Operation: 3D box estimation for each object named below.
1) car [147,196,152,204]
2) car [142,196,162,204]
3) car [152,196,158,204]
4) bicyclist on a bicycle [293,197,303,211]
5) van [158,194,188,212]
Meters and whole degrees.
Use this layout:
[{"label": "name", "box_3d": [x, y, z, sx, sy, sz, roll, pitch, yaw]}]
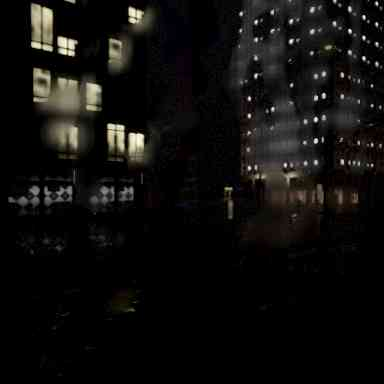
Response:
[{"label": "car", "box_3d": [-8.362, 1.423, 59.423, 1.882, 1.535, 5.008, 0, 0, -34]}, {"label": "car", "box_3d": [-7.535, 1.478, 62.835, 1.887, 1.381, 4.507, 0, 0, -34]}, {"label": "car", "box_3d": [-4.429, 1.273, 58.247, 2.192, 1.841, 5.009, 0, 0, -34]}, {"label": "bicyclist on a bicycle", "box_3d": [12.334, 1.373, 38.722, 1.656, 1.620, 0.582, 0, 0, -34]}, {"label": "van", "box_3d": [-2.055, 1.379, 39.788, 1.690, 1.788, 3.998, 0, 0, -34]}]
